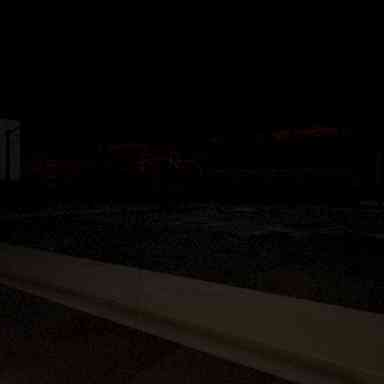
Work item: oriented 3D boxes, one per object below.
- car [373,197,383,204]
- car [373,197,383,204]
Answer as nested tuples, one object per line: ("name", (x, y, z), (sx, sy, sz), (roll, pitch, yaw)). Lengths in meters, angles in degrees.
("car", (37.532, 1.576, 65.374), (1.853, 1.218, 4.536), (1, 1, 6))
("car", (37.525, 1.734, 65.324), (2.038, 1.542, 4.974), (1, 1, 6))
